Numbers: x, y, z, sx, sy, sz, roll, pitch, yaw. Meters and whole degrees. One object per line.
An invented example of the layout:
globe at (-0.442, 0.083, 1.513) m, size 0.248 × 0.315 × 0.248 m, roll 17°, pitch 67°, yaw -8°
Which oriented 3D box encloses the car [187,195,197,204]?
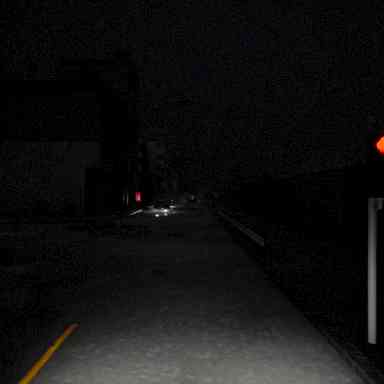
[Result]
car at (0.051, 1.491, 66.268) m, size 2.128 × 1.511 × 4.902 m, roll 0°, pitch 0°, yaw 0°

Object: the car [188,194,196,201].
car at (0.057, 1.310, 76.688) m, size 1.882 × 1.535 × 5.008 m, roll 0°, pitch 0°, yaw 0°

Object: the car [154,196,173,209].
car at (-4.058, 1.564, 45.686) m, size 1.994 × 1.385 × 4.181 m, roll 0°, pitch 0°, yaw 0°

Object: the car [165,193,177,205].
car at (-4.042, 1.352, 55.416) m, size 2.097 × 1.767 × 4.553 m, roll 0°, pitch 0°, yaw 0°
